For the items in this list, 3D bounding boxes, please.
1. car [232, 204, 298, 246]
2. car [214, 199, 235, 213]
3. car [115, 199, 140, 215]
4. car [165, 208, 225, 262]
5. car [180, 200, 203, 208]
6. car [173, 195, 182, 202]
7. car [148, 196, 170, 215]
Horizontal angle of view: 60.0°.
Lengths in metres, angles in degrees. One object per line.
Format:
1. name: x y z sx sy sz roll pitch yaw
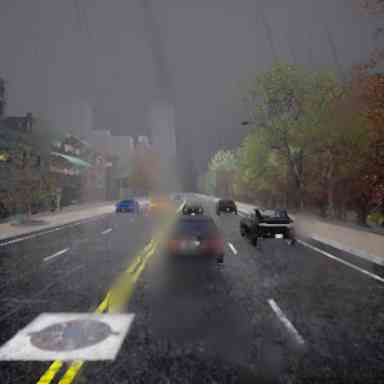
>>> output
1. car: 3.348 1.490 15.232 2.128 1.511 4.902 0 0 0
2. car: 3.346 1.474 33.475 1.882 1.535 5.008 0 0 0
3. car: -6.598 1.473 34.447 1.882 1.535 5.008 0 0 0
4. car: 0.099 1.546 12.049 2.033 1.411 5.357 0 0 0
5. car: 0.096 1.597 30.569 1.895 1.301 4.718 0 0 0
6. car: -3.263 1.419 75.169 1.837 1.490 4.892 0 0 0
7. car: -3.348 1.473 34.468 1.882 1.535 5.008 0 0 0
